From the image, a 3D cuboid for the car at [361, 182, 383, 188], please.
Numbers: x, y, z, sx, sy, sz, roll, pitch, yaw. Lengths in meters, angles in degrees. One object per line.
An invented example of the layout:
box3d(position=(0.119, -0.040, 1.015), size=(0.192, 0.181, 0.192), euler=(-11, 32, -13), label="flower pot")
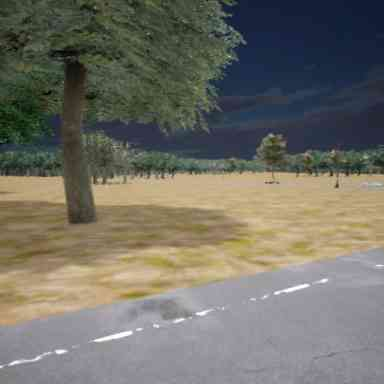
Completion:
box3d(position=(40.726, -1.601, 75.255), size=(1.812, 1.442, 4.674), euler=(-2, 3, -34), label="car")
